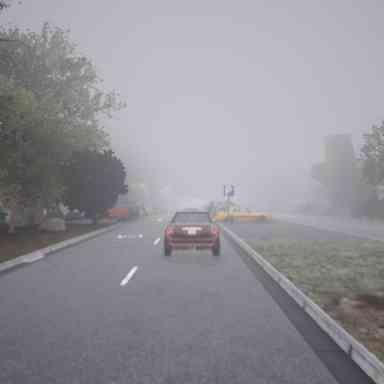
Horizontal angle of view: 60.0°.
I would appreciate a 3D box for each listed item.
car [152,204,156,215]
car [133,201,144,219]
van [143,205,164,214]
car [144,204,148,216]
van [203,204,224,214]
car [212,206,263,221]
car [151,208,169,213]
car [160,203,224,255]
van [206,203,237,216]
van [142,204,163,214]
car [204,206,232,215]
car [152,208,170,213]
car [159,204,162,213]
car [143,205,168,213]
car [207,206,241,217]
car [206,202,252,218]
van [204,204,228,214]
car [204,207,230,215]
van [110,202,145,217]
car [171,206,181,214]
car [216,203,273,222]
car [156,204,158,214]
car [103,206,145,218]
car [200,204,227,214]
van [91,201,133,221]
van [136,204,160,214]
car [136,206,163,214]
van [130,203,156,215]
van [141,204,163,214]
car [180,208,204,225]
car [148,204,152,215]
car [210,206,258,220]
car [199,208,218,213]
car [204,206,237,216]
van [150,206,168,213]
[{"bbox_3d":[-8.531,2.884,50.403,5.008,1.535,2.097,0,-3,0],"label":"car"},{"bbox_3d":[-8.565,2.030,36.705,5.566,2.045,2.435,0,-2,0],"label":"car"},{"bbox_3d":[-8.651,3.871,75.298,4.442,1.987,1.878,0,-3,0],"label":"van"},{"bbox_3d":[-8.352,2.395,39.461,5.366,1.575,1.946,0,-2,0],"label":"car"},{"bbox_3d":[4.662,3.703,72.513,4.442,1.987,1.878,0,-3,0],"label":"van"},{"bbox_3d":[4.537,2.167,33.701,4.892,1.521,2.231,0,-2,0],"label":"car"},{"bbox_3d":[-8.536,4.975,89.108,4.674,1.452,2.002,0,-3,0],"label":"car"},{"bbox_3d":[0.004,1.510,14.094,2.097,1.767,4.553,0,-1,0],"label":"car"},{"bbox_3d":[4.427,2.656,50.345,4.442,1.987,1.878,0,-3,0],"label":"van"},{"bbox_3d":[-8.651,3.711,72.658,4.442,1.987,1.878,0,-3,0],"label":"van"},{"bbox_3d":[4.574,3.281,58.653,4.792,1.488,2.163,0,-3,0],"label":"car"},{"bbox_3d":[-8.528,5.110,92.000,5.008,1.535,2.097,0,-3,0],"label":"car"},{"bbox_3d":[-8.351,3.380,61.600,5.366,1.575,1.946,0,-3,0],"label":"car"},{"bbox_3d":[-8.506,4.014,78.065,5.566,2.045,2.435,0,-3,0],"label":"car"},{"bbox_3d":[4.541,2.798,47.559,4.674,1.452,2.002,0,-3,0],"label":"car"},{"bbox_3d":[4.572,2.260,42.026,5.566,2.045,2.435,0,-3,0],"label":"car"},{"bbox_3d":[4.661,3.273,64.212,4.442,1.987,1.878,0,-3,0],"label":"van"},{"bbox_3d":[4.542,3.415,61.427,4.674,1.452,2.002,0,-3,0],"label":"car"},{"bbox_3d":[-8.653,2.417,45.003,4.442,1.987,1.878,0,-3,0],"label":"van"},{"bbox_3d":[-3.494,3.943,72.485,1.837,1.490,4.892,0,-3,0],"label":"car"},{"bbox_3d":[4.728,2.064,30.934,5.366,1.575,1.946,0,-2,0],"label":"car"},{"bbox_3d":[-8.531,3.013,53.296,5.008,1.535,2.097,0,-3,0],"label":"car"},{"bbox_3d":[-8.530,2.521,42.225,4.892,1.521,2.231,0,-3,0],"label":"car"},{"bbox_3d":[4.517,3.509,69.744,5.566,2.045,2.435,0,-3,0],"label":"car"},{"bbox_3d":[-8.655,1.944,33.814,4.442,1.987,1.878,0,-2,0],"label":"van"},{"bbox_3d":[-8.418,3.280,64.375,4.442,1.987,1.878,0,-3,0],"label":"van"},{"bbox_3d":[-8.540,3.629,67.132,5.008,1.535,2.097,0,-3,0],"label":"car"},{"bbox_3d":[-8.652,3.034,58.841,4.442,1.987,1.878,0,-3,0],"label":"van"},{"bbox_3d":[-8.418,3.535,69.760,4.442,1.987,1.878,0,-3,0],"label":"van"},{"bbox_3d":[0.006,2.098,29.342,1.994,1.385,4.181,0,-2,0],"label":"car"},{"bbox_3d":[-8.505,2.641,47.766,4.553,1.767,2.185,0,-3,0],"label":"car"},{"bbox_3d":[4.536,2.274,36.471,5.008,1.535,2.097,0,-2,0],"label":"car"},{"bbox_3d":[4.540,5.106,91.897,4.892,1.521,2.231,0,-3,0],"label":"car"},{"bbox_3d":[4.539,3.005,53.108,5.008,1.535,2.097,0,-3,0],"label":"car"},{"bbox_3d":[-8.650,4.542,86.359,4.442,1.987,1.878,0,-3,0],"label":"van"}]
